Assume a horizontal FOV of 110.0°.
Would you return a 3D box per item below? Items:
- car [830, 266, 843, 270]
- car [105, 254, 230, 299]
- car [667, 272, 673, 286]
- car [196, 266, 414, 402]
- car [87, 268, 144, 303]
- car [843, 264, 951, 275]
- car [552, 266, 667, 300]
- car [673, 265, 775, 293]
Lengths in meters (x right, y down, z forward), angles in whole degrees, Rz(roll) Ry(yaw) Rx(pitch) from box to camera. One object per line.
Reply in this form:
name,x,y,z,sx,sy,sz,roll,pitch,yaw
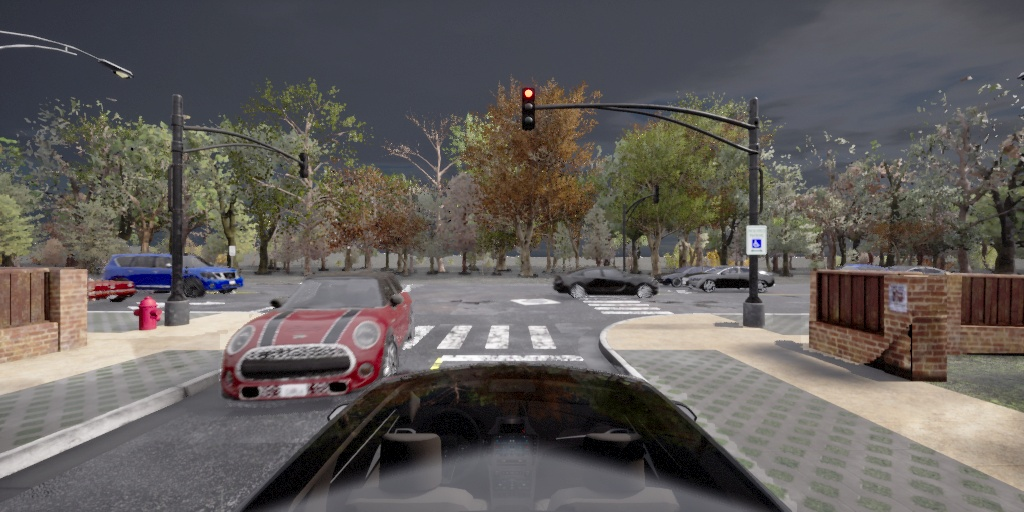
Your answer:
car,22.920,1.319,24.058,5.008,1.535,1.882,0,0,0
car,-16.261,0.912,17.299,5.566,2.045,2.150,0,0,0
car,12.323,1.353,24.044,5.357,1.411,2.033,0,0,0
car,-3.111,1.102,6.733,2.097,1.767,4.553,0,0,-9
car,-17.877,1.282,14.047,4.718,1.301,1.895,0,0,0
car,22.768,1.328,20.808,4.902,1.511,2.128,0,0,0
car,4.447,1.246,17.331,5.008,1.535,1.882,0,0,0
car,12.439,1.294,20.795,4.902,1.511,2.128,0,0,0
